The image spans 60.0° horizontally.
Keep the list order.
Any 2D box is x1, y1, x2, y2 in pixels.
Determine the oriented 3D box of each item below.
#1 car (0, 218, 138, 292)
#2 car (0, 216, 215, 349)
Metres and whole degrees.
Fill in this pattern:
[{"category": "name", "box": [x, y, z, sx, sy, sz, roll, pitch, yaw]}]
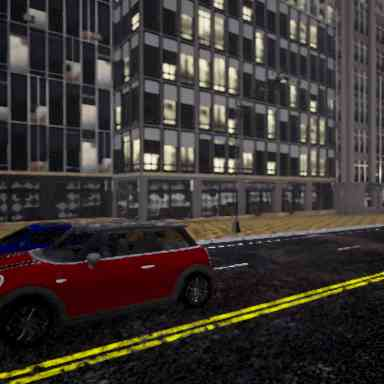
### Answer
[{"category": "car", "box": [-3.977, 1.547, 8.835, 4.674, 1.442, 1.812, 1, -1, -36]}, {"category": "car", "box": [-1.794, 1.379, 6.399, 4.553, 1.767, 2.097, 1, -1, -35]}]
